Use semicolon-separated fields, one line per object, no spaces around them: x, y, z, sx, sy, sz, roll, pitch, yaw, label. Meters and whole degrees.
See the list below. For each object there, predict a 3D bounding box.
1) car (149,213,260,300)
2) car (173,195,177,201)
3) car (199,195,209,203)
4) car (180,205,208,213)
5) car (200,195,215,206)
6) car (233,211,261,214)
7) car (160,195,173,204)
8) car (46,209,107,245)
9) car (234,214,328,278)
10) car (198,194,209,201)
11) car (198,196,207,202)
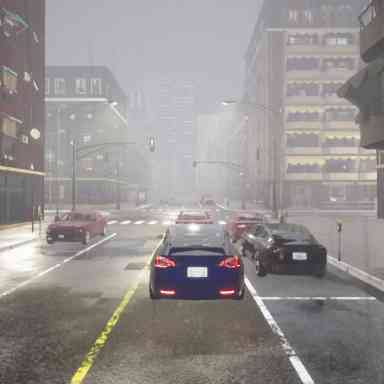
0.102;1.506;8.413;2.163;1.488;4.792;0;0;0;car
-5.295;1.623;87.884;1.887;1.381;4.507;1;0;0;car
2.584;1.494;70.826;1.967;1.590;4.097;1;0;0;car
0.097;1.607;18.136;1.895;1.301;4.718;0;0;0;car
2.710;1.578;53.757;1.887;1.381;4.507;1;0;0;car
2.576;1.550;15.700;1.887;1.381;4.507;1;0;0;car
-5.314;1.597;65.126;2.008;1.369;4.403;1;0;0;car
-5.272;1.550;15.674;1.887;1.381;4.507;1;0;0;car
2.575;1.569;10.030;1.947;1.339;4.313;1;0;0;car
2.617;1.359;63.702;2.192;1.841;5.009;1;0;0;car
2.585;1.635;82.205;1.947;1.339;4.313;1;0;0;car
